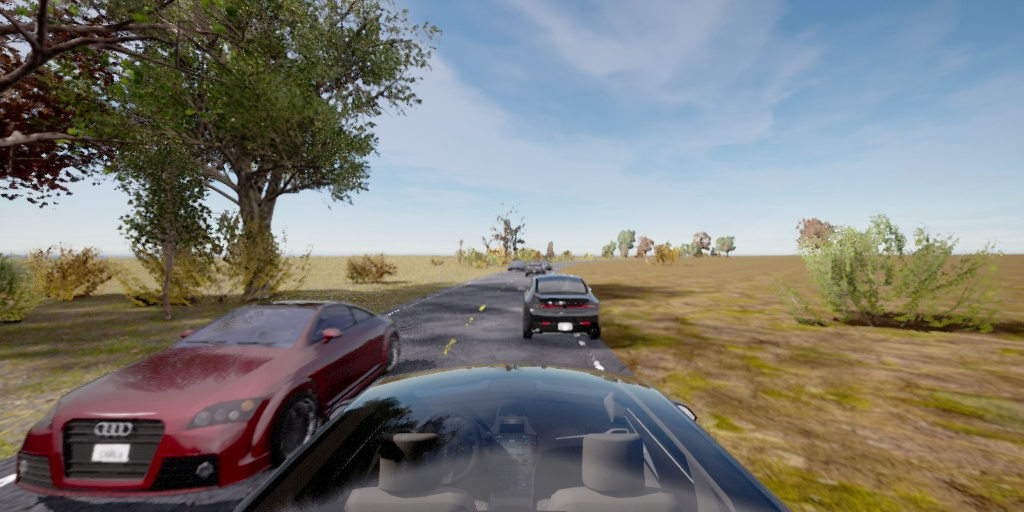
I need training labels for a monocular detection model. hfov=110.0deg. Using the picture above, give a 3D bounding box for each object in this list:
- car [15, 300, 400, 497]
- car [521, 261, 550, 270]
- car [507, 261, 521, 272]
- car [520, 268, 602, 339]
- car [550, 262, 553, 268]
[{"bbox_3d":[-3.008,1.317,4.721,1.994,1.385,4.181,0,0,1],"label":"car"},{"bbox_3d":[2.450,1.270,36.164,2.128,1.511,4.902,0,0,8],"label":"car"},{"bbox_3d":[0.688,1.332,45.904,2.033,1.411,5.357,0,0,9],"label":"car"},{"bbox_3d":[1.230,1.265,10.093,1.837,1.490,4.892,0,0,2],"label":"car"},{"bbox_3d":[4.532,1.349,49.966,1.994,1.385,4.181,0,0,11],"label":"car"}]
